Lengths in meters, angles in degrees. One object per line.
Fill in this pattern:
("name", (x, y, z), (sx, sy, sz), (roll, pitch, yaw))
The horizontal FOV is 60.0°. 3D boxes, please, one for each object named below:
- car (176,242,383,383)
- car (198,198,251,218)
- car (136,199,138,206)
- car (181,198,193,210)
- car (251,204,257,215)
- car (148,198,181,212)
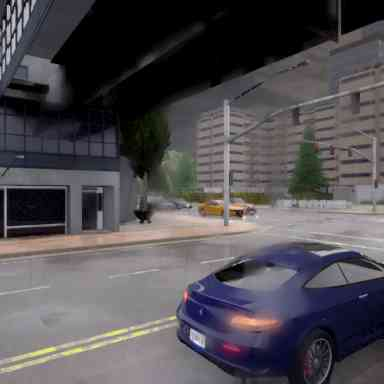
("car", (1.947, 1.526, 5.185), (4.674, 1.442, 1.812), (0, 0, -35))
("car", (2.537, 1.478, 29.621), (1.882, 1.535, 5.008), (0, 0, -36))
("car", (-10.791, 1.213, 54.188), (2.150, 2.045, 5.566), (0, 1, -32))
("car", (-1.858, 1.492, 41.689), (2.128, 1.511, 4.902), (0, 0, -36))
("car", (4.304, 1.352, 33.149), (2.097, 1.767, 4.553), (0, 0, -36))
("car", (-3.543, 1.564, 38.039), (1.994, 1.385, 4.181), (0, 0, -36))
